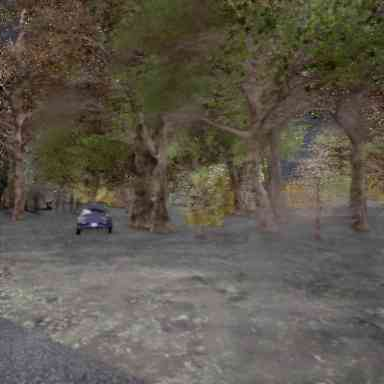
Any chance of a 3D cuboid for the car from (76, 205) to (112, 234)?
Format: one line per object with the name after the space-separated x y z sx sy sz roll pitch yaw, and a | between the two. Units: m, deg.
-5.645 1.479 19.149 1.812 1.442 4.674 0 0 -17 | car
